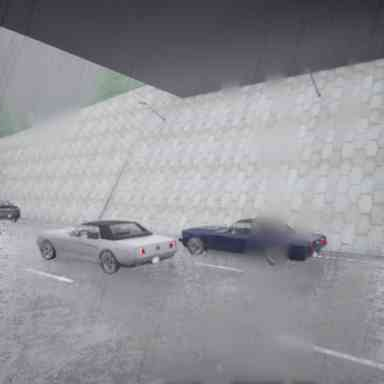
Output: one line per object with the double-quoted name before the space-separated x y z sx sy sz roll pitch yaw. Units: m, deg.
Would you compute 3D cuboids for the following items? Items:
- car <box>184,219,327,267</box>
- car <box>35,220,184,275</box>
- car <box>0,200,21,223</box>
"car" 1.884 1.555 11.248 4.718 1.301 1.895 1 0 36
"car" -2.784 1.523 10.279 4.718 1.301 1.895 1 0 36
"car" -13.321 1.267 22.099 4.902 1.511 2.128 1 0 36
